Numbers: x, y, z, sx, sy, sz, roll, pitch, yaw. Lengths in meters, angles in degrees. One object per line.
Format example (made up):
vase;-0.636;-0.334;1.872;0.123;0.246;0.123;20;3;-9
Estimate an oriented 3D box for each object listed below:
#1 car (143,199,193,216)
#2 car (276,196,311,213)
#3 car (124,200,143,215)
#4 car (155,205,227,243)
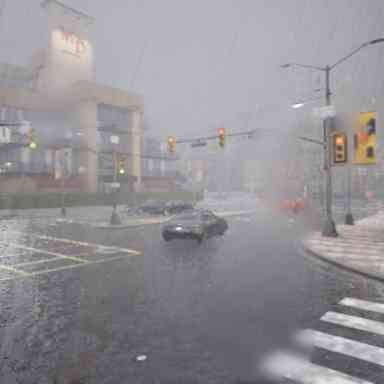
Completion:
car;-2.000;1.483;32.351;1.882;1.535;5.008;-1;0;41
car;10.570;1.192;34.455;2.097;1.767;4.553;-1;0;41
car;-4.785;1.532;34.474;2.128;1.511;4.902;-1;0;41
car;0.254;1.548;16.220;1.994;1.385;4.181;-1;0;24
